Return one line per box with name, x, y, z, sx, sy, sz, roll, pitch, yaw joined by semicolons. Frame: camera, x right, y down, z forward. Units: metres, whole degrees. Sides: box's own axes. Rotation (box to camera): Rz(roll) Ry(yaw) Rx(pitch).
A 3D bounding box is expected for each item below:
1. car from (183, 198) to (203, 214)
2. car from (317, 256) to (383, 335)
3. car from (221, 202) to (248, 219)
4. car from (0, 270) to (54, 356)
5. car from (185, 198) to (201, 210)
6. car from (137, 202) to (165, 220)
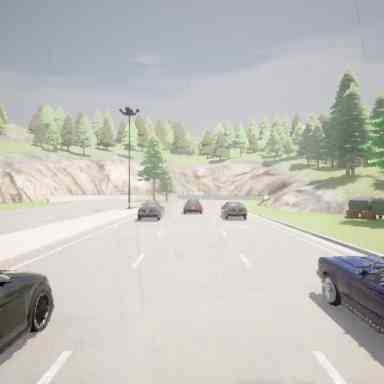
car;0.108;1.564;35.227;1.994;1.385;4.181;0;0;0
car;3.600;1.600;5.047;1.895;1.301;4.718;0;0;0
car;3.607;1.547;29.015;2.033;1.411;5.357;0;0;0
car;-3.402;1.563;4.131;1.994;1.385;4.181;0;0;0
car;0.164;1.547;44.474;2.033;1.411;5.357;0;0;1
car;-3.393;1.547;28.032;2.033;1.411;5.357;0;0;0
